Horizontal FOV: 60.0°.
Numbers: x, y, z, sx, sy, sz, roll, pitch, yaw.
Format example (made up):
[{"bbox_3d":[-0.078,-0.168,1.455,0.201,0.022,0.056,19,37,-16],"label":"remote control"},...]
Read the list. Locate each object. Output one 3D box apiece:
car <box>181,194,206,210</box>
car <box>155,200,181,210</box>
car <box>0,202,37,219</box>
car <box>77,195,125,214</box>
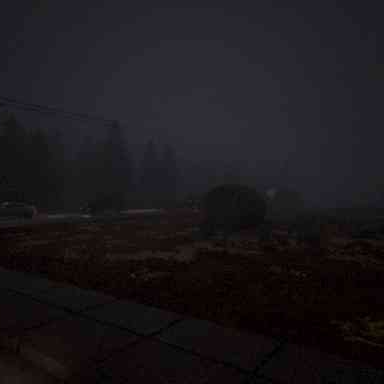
[{"bbox_3d":[1.467,1.320,46.126,2.150,2.045,5.566,0,0,38],"label":"car"},{"bbox_3d":[-3.041,1.710,46.186,1.895,1.301,4.718,0,0,37],"label":"car"},{"bbox_3d":[-15.927,1.636,28.817,1.812,1.442,4.674,0,0,37],"label":"car"},{"bbox_3d":[-9.969,1.332,36.873,2.150,2.045,5.566,0,0,37],"label":"car"}]
